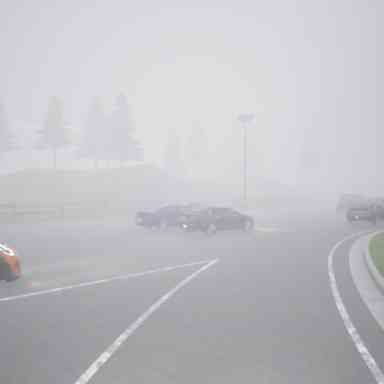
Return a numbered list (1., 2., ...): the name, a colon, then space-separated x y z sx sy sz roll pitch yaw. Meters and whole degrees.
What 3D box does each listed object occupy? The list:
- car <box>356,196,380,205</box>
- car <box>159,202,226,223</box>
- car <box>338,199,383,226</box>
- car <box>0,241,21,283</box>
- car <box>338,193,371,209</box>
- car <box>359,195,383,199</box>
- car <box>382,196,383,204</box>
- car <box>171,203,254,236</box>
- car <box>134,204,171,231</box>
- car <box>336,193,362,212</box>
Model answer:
1. car: 30.708 1.486 57.917 4.902 1.511 2.128 0 0 -41
2. car: 0.140 1.546 26.611 5.357 1.411 2.033 0 0 -41
3. car: 12.786 1.490 23.708 4.902 1.511 2.128 0 0 -41
4. car: -6.250 1.351 7.106 4.553 1.767 2.097 0 0 -41
5. car: 22.583 1.219 46.185 5.566 2.045 2.150 0 0 -41
6. car: 19.537 1.351 34.239 4.553 1.767 2.097 0 0 -41
7. car: 39.201 1.520 65.456 4.674 1.442 1.812 0 0 -41
8. car: 1.458 1.501 18.473 4.892 1.490 1.837 1 -1 -41
9. car: -1.184 1.476 20.811 5.008 1.535 1.882 0 0 -41
10. car: 18.307 1.348 37.810 4.553 1.767 2.097 0 0 -41
